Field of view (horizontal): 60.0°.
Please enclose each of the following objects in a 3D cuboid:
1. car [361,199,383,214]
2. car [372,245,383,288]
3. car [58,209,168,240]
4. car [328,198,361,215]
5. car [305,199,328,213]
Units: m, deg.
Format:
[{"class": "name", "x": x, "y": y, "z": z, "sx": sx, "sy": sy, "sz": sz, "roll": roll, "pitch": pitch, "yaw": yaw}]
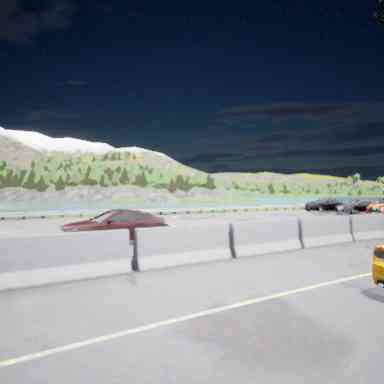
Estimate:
[{"class": "car", "x": 18.253, "y": 1.362, "z": 30.737, "sx": 4.553, "sy": 1.767, "sz": 2.097, "roll": 0, "pitch": 0, "yaw": -29}, {"class": "car", "x": 6.229, "y": 1.486, "z": 7.650, "sx": 5.008, "sy": 1.535, "sz": 1.882, "roll": 0, "pitch": 0, "yaw": -32}, {"class": "car", "x": -3.276, "y": 1.481, "z": 14.305, "sx": 4.674, "sy": 1.442, "sz": 1.812, "roll": 0, "pitch": 0, "yaw": -33}, {"class": "car", "x": 16.679, "y": 1.489, "z": 33.865, "sx": 4.902, "sy": 1.511, "sz": 2.128, "roll": 0, "pitch": 0, "yaw": -29}, {"class": "car", "x": 14.680, "y": 1.460, "z": 36.761, "sx": 5.008, "sy": 1.535, "sz": 1.882, "roll": 0, "pitch": 0, "yaw": -29}]
